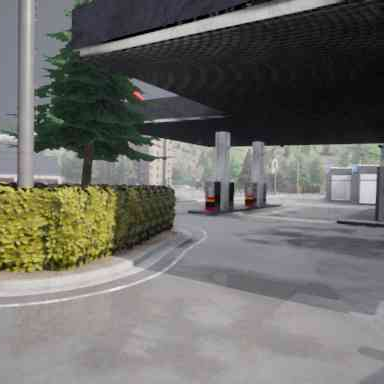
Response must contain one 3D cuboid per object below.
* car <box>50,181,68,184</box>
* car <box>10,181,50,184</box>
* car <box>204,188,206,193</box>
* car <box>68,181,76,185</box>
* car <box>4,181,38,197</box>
[{"bbox_3d":[-26.847,-1.264,65.438,3.866,1.878,1.905,2,2,35],"label":"car"},{"bbox_3d":[-17.272,-0.183,35.202,3.866,1.878,1.905,2,2,35],"label":"car"},{"bbox_3d":[4.816,-0.317,65.614,5.027,1.636,2.152,2,2,35],"label":"car"},{"bbox_3d":[-25.511,-1.289,68.052,4.605,1.855,1.932,2,2,35],"label":"car"},{"bbox_3d":[-21.811,-0.470,42.415,4.605,1.855,1.932,2,2,35],"label":"car"}]
